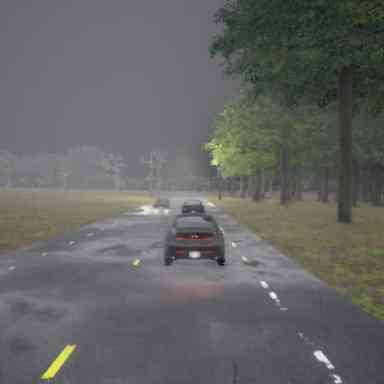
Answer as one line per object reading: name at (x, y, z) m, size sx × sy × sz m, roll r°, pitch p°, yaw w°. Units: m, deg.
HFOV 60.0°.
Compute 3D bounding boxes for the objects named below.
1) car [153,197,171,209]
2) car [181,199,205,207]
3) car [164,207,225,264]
car at (-3.600, 1.318, 40.773) m, size 2.033 × 1.411 × 5.357 m, roll 0°, pitch 1°, yaw 0°
car at (0.085, 1.368, 28.282) m, size 1.882 × 1.535 × 5.008 m, roll 0°, pitch 0°, yaw 0°
car at (0.084, 1.479, 11.646) m, size 1.837 × 1.490 × 4.892 m, roll 0°, pitch 0°, yaw 0°
